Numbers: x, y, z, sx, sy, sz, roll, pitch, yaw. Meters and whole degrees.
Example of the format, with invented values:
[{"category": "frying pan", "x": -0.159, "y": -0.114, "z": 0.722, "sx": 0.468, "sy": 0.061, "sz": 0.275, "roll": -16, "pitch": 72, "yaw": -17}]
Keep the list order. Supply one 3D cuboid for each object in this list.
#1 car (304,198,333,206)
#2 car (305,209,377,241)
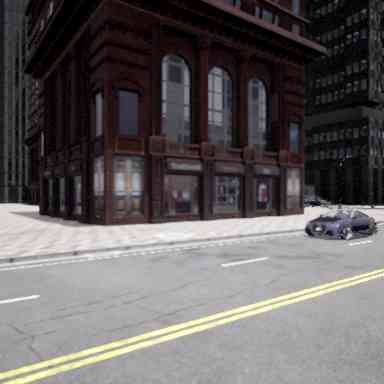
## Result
[{"category": "car", "x": 20.255, "y": 1.592, "z": 53.355, "sx": 2.097, "sy": 1.767, "sz": 4.553, "roll": 0, "pitch": -1, "yaw": -35}, {"category": "car", "x": 7.752, "y": 1.616, "z": 17.226, "sx": 4.181, "sy": 1.385, "sz": 1.994, "roll": 0, "pitch": 0, "yaw": -36}]
